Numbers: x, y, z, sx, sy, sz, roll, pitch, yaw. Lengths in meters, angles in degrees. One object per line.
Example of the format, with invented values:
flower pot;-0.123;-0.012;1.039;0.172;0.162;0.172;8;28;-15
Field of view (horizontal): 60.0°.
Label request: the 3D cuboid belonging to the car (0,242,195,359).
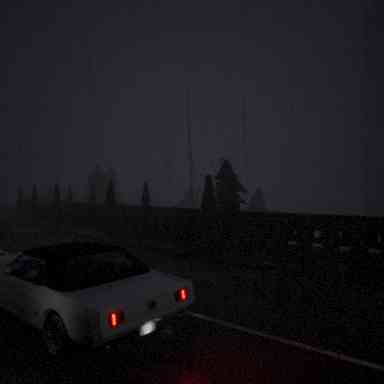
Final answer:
car;-2.323;1.598;6.026;4.718;1.301;1.895;0;0;39
